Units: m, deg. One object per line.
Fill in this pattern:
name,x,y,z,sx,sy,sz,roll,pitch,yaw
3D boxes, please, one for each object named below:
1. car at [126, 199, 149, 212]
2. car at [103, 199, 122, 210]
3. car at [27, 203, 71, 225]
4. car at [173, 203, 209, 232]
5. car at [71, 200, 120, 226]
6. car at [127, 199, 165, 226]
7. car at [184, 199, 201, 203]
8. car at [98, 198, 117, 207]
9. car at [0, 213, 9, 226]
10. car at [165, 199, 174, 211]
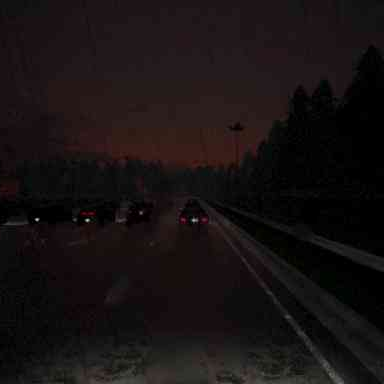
car,-6.896,1.670,42.766,2.128,1.511,4.902,0,0,0
car,-10.394,1.684,42.866,1.837,1.490,4.892,0,0,0
car,-10.397,1.609,24.761,1.837,1.490,4.892,0,0,0
car,0.103,1.634,20.967,2.033,1.411,5.357,0,0,0
car,-6.897,1.608,24.380,1.837,1.490,4.892,0,0,0
car,-3.397,1.453,24.460,2.097,1.767,4.553,0,0,0
car,0.106,1.682,42.883,1.837,1.490,4.892,0,0,0
car,-13.994,1.795,55.363,1.994,1.385,4.181,0,0,0
car,-13.897,1.638,21.109,2.033,1.411,5.357,0,0,0
car,-3.394,1.683,42.851,1.837,1.490,4.892,0,0,0
